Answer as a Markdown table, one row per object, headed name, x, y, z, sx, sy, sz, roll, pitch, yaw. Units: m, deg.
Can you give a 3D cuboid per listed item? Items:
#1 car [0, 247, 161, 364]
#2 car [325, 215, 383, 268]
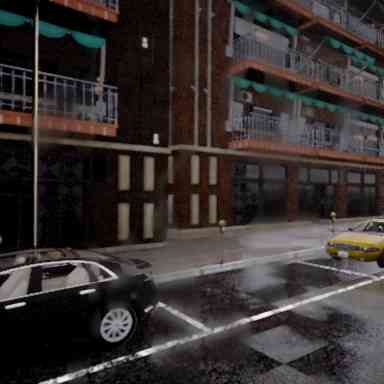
| name | x | y | z | sx | sy | sz | roll | pitch | yaw |
| --- | --- | --- | --- | --- | --- | --- | --- | --- | --- |
| car | -2.565 | 1.549 | 4.717 | 4.403 | 1.369 | 2.008 | 0 | 1 | -35 |
| car | 6.364 | 1.484 | 11.085 | 4.829 | 1.417 | 1.752 | 0 | 1 | -35 |
